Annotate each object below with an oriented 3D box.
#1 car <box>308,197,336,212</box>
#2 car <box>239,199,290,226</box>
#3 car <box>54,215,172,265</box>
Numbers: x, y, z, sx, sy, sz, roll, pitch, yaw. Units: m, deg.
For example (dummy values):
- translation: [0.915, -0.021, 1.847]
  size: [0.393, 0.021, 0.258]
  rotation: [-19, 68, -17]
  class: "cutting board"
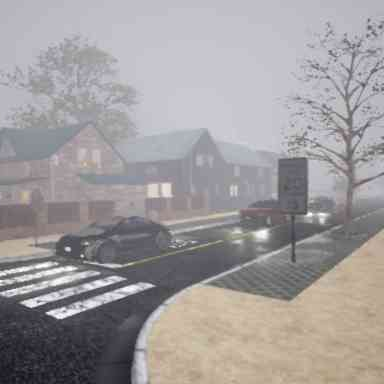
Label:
- translation: [12.372, 1.129, 31.927]
  size: [1.994, 1.385, 4.181]
  rotation: [0, 1, 37]
  class: "car"
- translation: [4.844, 1.244, 21.845]
  size: [1.882, 1.535, 5.008]
  rotation: [0, 1, 36]
  class: "car"
- translation: [-2.620, 1.530, 11.782]
  size: [1.994, 1.385, 4.181]
  rotation: [0, 1, 37]
  class: "car"
